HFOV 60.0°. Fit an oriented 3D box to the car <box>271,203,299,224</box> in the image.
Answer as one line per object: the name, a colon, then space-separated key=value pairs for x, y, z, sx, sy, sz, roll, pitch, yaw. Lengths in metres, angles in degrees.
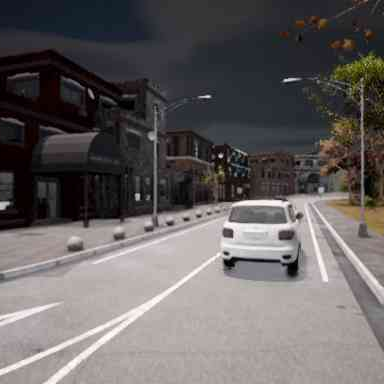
car: x=7.394 y=1.615 z=26.189 sx=1.895 sy=1.301 sz=4.718 roll=0 pitch=0 yaw=19

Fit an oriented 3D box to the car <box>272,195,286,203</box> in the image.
car: x=17.074 y=1.361 z=65.135 sx=1.895 sy=1.301 sz=4.718 roll=0 pitch=0 yaw=22

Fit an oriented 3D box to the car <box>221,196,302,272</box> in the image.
car: x=2.514 y=1.278 z=11.332 sx=2.150 sy=2.045 sz=5.566 roll=0 pitch=0 yaw=18
